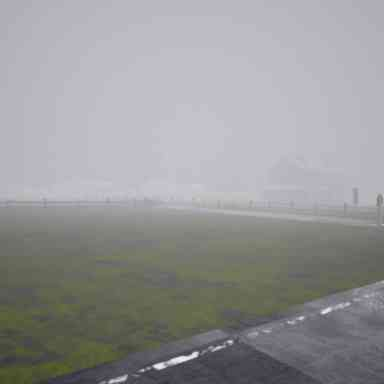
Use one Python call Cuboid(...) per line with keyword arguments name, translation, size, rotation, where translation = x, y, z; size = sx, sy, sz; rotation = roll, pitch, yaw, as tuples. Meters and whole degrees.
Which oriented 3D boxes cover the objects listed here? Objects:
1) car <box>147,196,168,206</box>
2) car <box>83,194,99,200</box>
Cuboid(name="car", translation=(-5.713, 1.403, 53.990), size=(2.097, 1.767, 4.553), rotation=(1, 0, -35))
Cuboid(name="car", translation=(-26.100, 1.315, 87.698), size=(2.128, 1.511, 4.902), rotation=(1, 0, -35))
